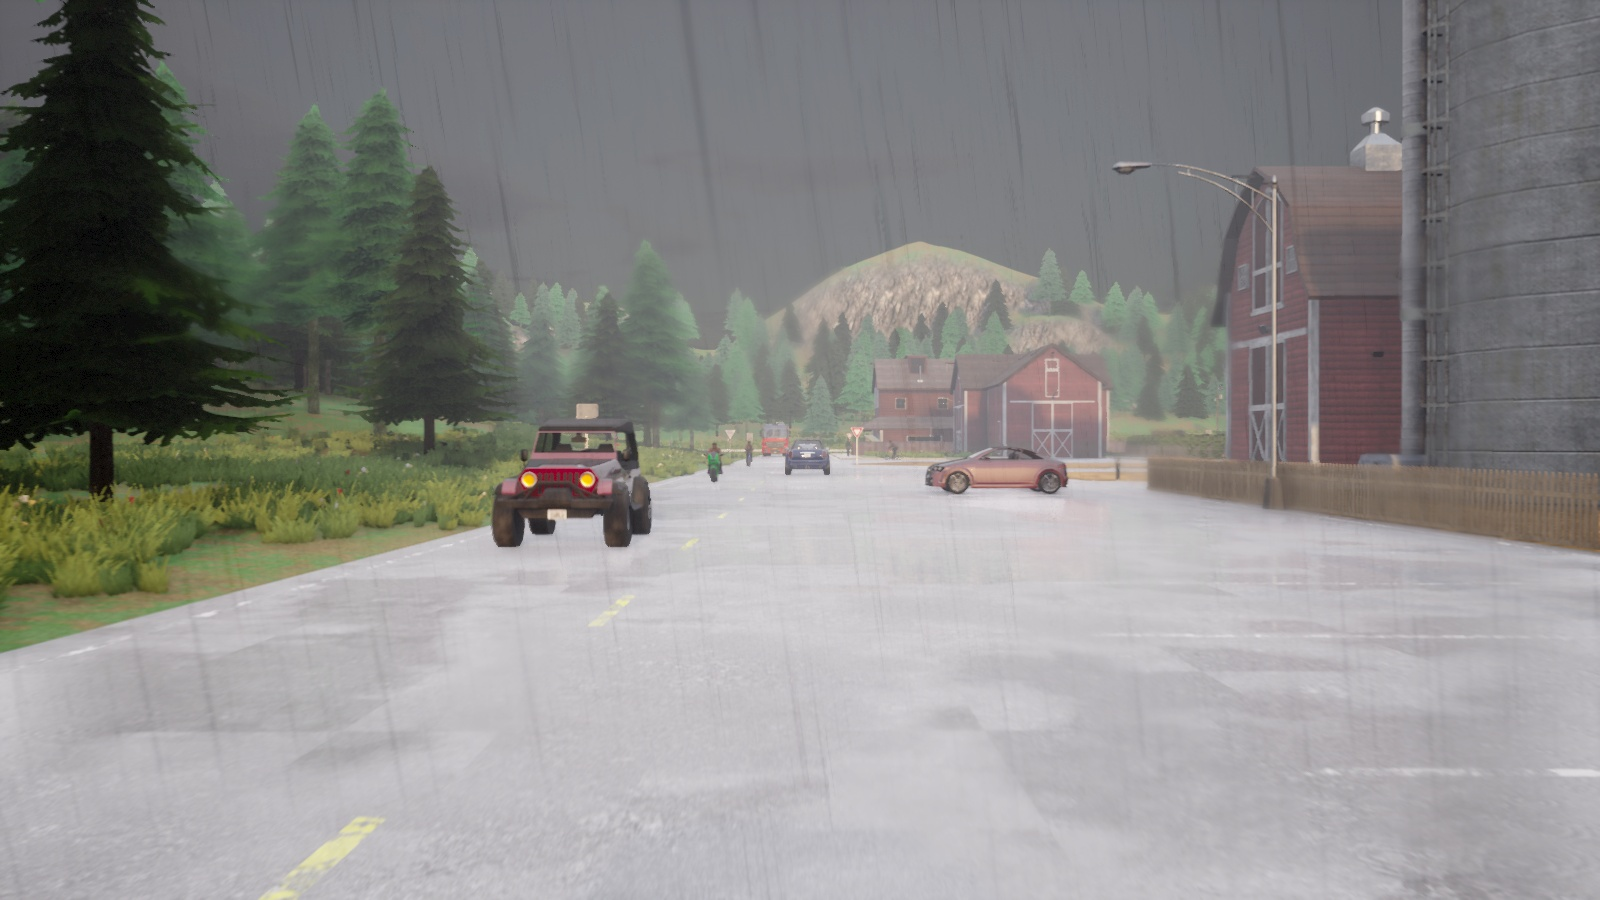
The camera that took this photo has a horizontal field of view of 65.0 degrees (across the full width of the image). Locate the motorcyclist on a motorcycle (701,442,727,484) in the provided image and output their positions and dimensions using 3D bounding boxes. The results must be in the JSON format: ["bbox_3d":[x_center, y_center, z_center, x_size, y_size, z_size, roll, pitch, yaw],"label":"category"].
[{"bbox_3d":[-3.217,0.461,47.064,0.797,1.523,2.044,0,0,0],"label":"motorcyclist on a motorcycle"}]

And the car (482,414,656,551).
[{"bbox_3d":[-3.376,0.432,19.044,1.905,1.878,3.866,0,0,0],"label":"car"}]

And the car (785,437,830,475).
[{"bbox_3d":[0.359,0.265,60.300,2.097,1.767,4.553,0,0,0],"label":"car"}]
